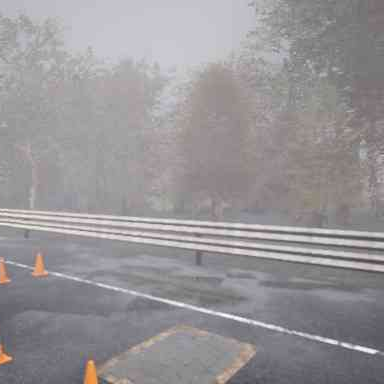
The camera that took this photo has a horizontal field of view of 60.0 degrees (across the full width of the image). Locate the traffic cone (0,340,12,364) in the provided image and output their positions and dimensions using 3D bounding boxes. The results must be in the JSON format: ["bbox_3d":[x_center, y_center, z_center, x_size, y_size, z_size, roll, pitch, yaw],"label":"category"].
[{"bbox_3d":[-2.635,1.950,4.406,0.340,0.580,0.340,0,0,35],"label":"traffic cone"}]

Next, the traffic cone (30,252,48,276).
[{"bbox_3d":[-4.200,1.957,9.155,0.340,0.580,0.340,0,0,35],"label":"traffic cone"}]

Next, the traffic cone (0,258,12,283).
[{"bbox_3d":[-4.772,1.952,8.334,0.340,0.580,0.340,0,0,35],"label":"traffic cone"}]

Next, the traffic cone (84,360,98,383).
[{"bbox_3d":[-0.995,1.954,3.262,0.340,0.580,0.340,0,0,35],"label":"traffic cone"}]
